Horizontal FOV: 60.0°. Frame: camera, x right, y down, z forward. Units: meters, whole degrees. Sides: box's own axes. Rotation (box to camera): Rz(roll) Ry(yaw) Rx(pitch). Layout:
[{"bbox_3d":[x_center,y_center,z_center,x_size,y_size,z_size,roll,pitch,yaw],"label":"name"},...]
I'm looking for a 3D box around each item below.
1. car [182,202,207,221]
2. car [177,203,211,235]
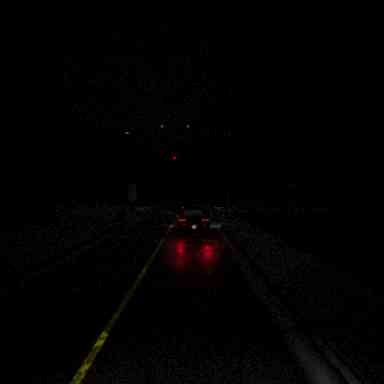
[{"bbox_3d":[0.115,1.642,29.119,2.033,1.411,5.357,0,0,-1],"label":"car"},{"bbox_3d":[0.102,1.569,18.998,1.812,1.442,4.674,0,0,0],"label":"car"}]
